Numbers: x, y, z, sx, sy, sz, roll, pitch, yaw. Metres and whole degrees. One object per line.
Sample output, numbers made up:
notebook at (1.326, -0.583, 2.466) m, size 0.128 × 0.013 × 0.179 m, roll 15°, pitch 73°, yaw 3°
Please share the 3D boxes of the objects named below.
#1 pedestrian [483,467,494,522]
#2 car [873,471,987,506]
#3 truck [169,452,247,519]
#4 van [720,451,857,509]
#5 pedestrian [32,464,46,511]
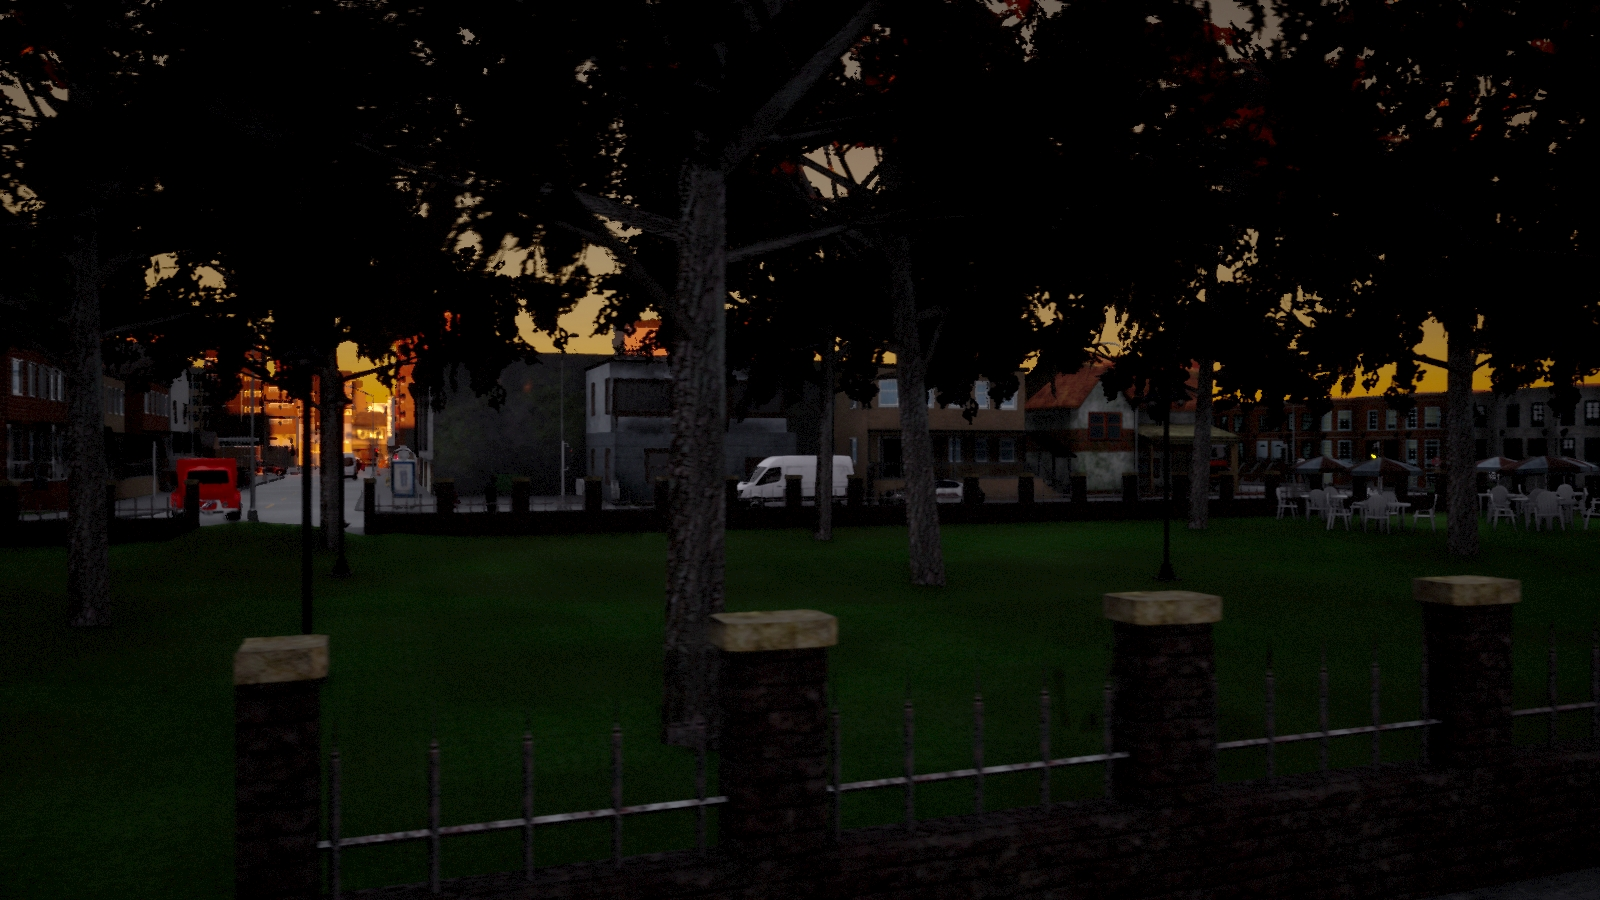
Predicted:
pedestrian at (-10.756, 1.525, 39.438) m, size 0.375 × 1.860 × 0.375 m, roll 0°, pitch 0°, yaw -14°
car at (6.183, 1.817, 54.410) m, size 4.974 × 1.542 × 2.038 m, roll 0°, pitch 0°, yaw -21°
truck at (-23.779, 1.352, 45.795) m, size 2.627 × 2.467 × 5.204 m, roll -1°, pitch 0°, yaw -29°
van at (-0.508, 1.314, 51.856) m, size 5.915 × 2.561 × 1.988 m, roll 0°, pitch 0°, yaw -20°
pedestrian at (-30.908, 1.516, 46.397) m, size 0.375 × 1.860 × 0.375 m, roll 0°, pitch 0°, yaw -14°
